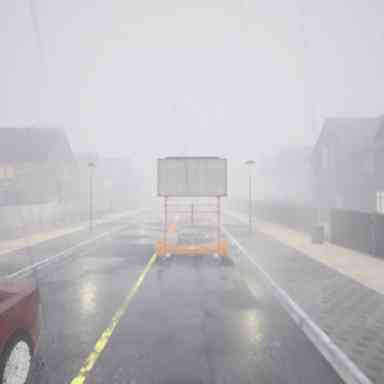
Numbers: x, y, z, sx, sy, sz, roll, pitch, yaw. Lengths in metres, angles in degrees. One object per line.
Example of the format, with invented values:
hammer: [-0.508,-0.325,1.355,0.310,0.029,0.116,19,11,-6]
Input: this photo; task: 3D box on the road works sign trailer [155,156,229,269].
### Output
road works sign trailer: [0.008,0.567,11.520,2.380,3.560,2.880,0,-1,0]

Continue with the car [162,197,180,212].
car: [-2.832,1.729,45.867,2.150,2.045,5.566,0,-1,0]

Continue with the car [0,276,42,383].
car: [-2.850,1.498,2.220,1.882,1.535,5.008,0,-1,0]
